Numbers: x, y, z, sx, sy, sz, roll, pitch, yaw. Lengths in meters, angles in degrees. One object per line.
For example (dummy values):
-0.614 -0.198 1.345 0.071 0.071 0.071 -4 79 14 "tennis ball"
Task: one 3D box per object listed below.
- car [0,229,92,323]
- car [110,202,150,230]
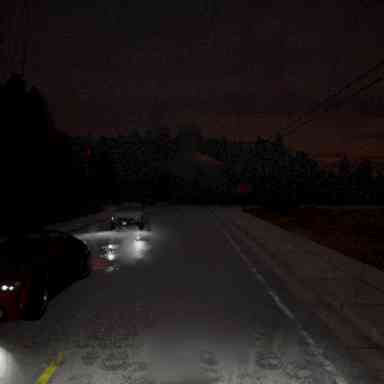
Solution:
-3.605 1.510 7.029 1.994 1.385 4.181 0 0 1 "car"
-3.629 1.369 20.157 1.812 1.442 4.674 0 1 0 "car"
